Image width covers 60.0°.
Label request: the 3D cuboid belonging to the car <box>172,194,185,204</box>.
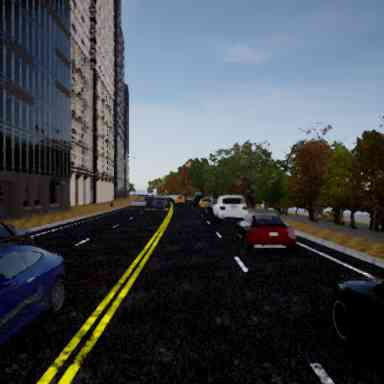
[{"bbox_3d":[-2.494,1.638,67.602,1.882,1.535,5.008,0,0,-4],"label":"car"}]

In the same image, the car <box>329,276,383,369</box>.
[{"bbox_3d":[3.241,1.574,3.790,1.994,1.385,4.181,0,0,0],"label":"car"}]

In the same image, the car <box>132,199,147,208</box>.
[{"bbox_3d":[-8.002,1.737,50.501,1.895,1.301,4.718,0,0,-3],"label":"car"}]

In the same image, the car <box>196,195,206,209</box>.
[{"bbox_3d":[1.970,1.580,48.185,1.801,1.575,5.366,0,0,-3],"label":"car"}]

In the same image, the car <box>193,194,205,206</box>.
[{"bbox_3d":[1.341,1.368,59.064,2.150,2.045,5.566,0,0,-4],"label":"car"}]

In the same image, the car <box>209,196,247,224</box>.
[{"bbox_3d":[2.866,1.292,25.931,2.150,2.045,5.566,0,0,-2],"label":"car"}]

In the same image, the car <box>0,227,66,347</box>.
[{"bbox_3d":[-3.383,1.543,4.918,1.812,1.442,4.674,0,0,0],"label":"car"}]

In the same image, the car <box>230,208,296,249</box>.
[{"bbox_3d":[3.118,1.606,14.846,1.994,1.385,4.181,0,0,-1],"label":"car"}]

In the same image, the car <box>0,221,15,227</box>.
[{"bbox_3d":[-6.671,1.581,9.831,2.033,1.411,5.357,0,0,-1],"label":"car"}]

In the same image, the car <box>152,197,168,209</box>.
[{"bbox_3d":[-4.657,1.481,48.859,2.097,1.767,4.553,0,0,-3],"label":"car"}]

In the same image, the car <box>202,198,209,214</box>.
[{"bbox_3d":[2.487,1.698,36.980,1.895,1.301,4.718,0,0,-2],"label":"car"}]

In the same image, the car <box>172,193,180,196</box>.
[{"bbox_3d":[-3.977,1.274,86.081,2.150,2.045,5.566,0,0,-5],"label":"car"}]
